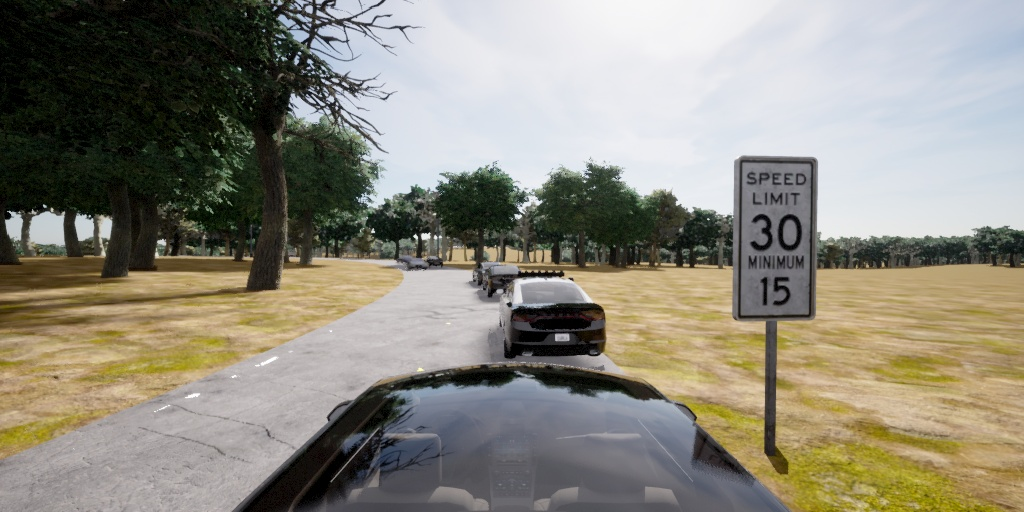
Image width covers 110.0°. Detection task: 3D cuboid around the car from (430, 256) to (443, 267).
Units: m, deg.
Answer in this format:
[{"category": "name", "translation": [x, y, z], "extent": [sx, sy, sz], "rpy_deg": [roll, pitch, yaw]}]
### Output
[{"category": "car", "translation": [-10.589, 0.703, 47.799], "extent": [1.882, 1.535, 5.008], "rpy_deg": [0, 1, -25]}]

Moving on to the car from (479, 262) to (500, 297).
[{"category": "car", "translation": [-0.473, 1.174, 18.666], "extent": [1.882, 1.535, 5.008], "rpy_deg": [0, 1, -9]}]

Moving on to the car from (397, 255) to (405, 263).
[{"category": "car", "translation": [-18.437, 0.514, 61.886], "extent": [1.994, 1.385, 4.181], "rpy_deg": [-1, 1, -35]}]

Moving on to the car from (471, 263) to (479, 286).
[{"category": "car", "translation": [-1.615, 1.143, 24.689], "extent": [1.837, 1.490, 4.892], "rpy_deg": [0, 1, -12]}]

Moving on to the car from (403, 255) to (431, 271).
[{"category": "car", "translation": [-10.689, 0.936, 40.173], "extent": [1.994, 1.385, 4.181], "rpy_deg": [0, 1, -22]}]

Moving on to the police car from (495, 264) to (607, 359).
[{"category": "police car", "translation": [0.675, 1.167, 8.627], "extent": [1.930, 1.638, 5.238], "rpy_deg": [0, 0, -4]}]
